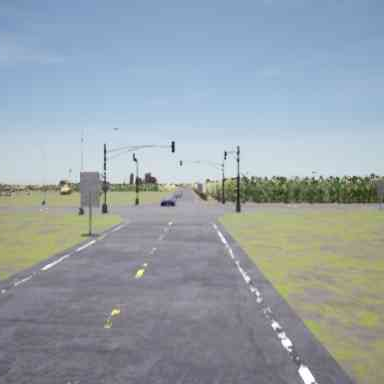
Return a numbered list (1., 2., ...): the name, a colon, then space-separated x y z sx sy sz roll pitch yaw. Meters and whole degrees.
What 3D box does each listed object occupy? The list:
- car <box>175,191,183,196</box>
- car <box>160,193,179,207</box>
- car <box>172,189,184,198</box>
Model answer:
1. car: -3.616 0.310 93.480 1.994 1.385 4.181 0 1 -1
2. car: -2.909 1.118 40.763 1.895 1.301 4.718 0 1 -2
3. car: -3.433 0.391 74.859 2.097 1.767 4.553 0 1 -1
